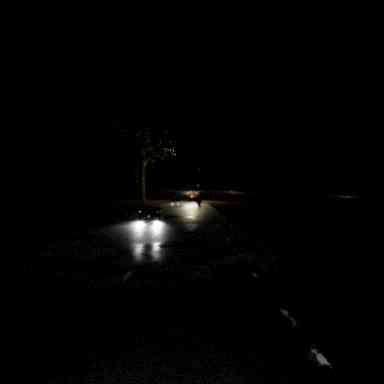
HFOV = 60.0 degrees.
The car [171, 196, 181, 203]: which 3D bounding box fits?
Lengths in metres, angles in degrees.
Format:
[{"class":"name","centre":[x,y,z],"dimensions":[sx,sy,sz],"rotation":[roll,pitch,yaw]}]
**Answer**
[{"class":"car","centre":[-3.477,1.580,71.330],"dimensions":[1.994,1.385,4.181],"rotation":[0,0,0]}]

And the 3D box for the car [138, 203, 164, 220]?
[{"class":"car","centre":[-3.578,1.708,29.680],"dimensions":[1.895,1.301,4.718],"rotation":[0,0,0]}]

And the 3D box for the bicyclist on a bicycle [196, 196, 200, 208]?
[{"class":"bicyclist on a bicycle","centre":[0.979,1.530,52.384],"dimensions":[0.659,1.776,1.843],"rotation":[0,0,0]}]

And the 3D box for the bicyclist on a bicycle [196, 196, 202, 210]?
[{"class":"bicyclist on a bicycle","centre":[0.977,1.518,43.383],"dimensions":[0.659,1.776,1.843],"rotation":[0,0,0]}]

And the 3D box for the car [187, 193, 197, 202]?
[{"class":"car","centre":[0.025,1.579,76.715],"dimensions":[2.128,1.511,4.902],"rotation":[0,1,0]}]
